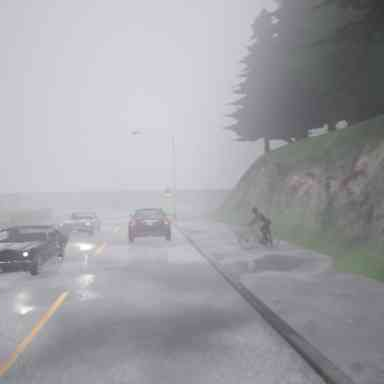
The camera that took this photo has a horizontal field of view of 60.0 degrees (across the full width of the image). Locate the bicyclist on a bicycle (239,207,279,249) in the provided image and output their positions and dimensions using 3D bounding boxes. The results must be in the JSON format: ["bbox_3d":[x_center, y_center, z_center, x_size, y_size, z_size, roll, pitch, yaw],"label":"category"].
[{"bbox_3d":[2.602,1.412,12.963,1.656,1.620,0.582,-1,-1,-8],"label":"bicyclist on a bicycle"}]

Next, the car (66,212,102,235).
[{"bbox_3d":[-6.956,1.954,21.043,1.895,1.301,4.718,-1,-1,-8],"label":"car"}]

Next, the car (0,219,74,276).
[{"bbox_3d":[-5.564,1.830,11.142,1.895,1.301,4.718,-1,-1,-8],"label":"car"}]

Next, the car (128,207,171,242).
[{"bbox_3d":[-2.325,1.573,18.107,2.097,1.767,4.553,-1,-1,-8],"label":"car"}]
